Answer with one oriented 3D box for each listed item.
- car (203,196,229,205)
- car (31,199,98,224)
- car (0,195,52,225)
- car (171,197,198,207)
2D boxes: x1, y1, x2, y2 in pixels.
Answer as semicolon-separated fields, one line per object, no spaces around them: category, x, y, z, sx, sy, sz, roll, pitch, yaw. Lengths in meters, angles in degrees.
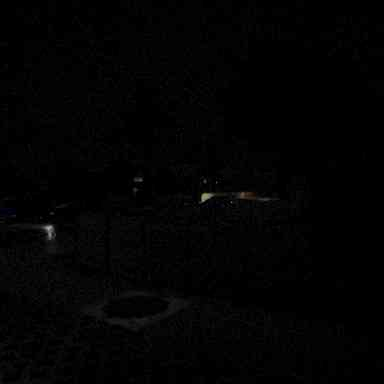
car;3.288;1.266;44.460;1.837;1.490;4.892;-1;0;33
car;-9.282;1.510;25.160;1.812;1.442;4.674;-1;0;33
car;-13.134;1.250;25.189;2.150;2.045;5.566;-1;0;34
car;-0.938;1.395;43.944;1.994;1.385;4.181;-1;0;33
